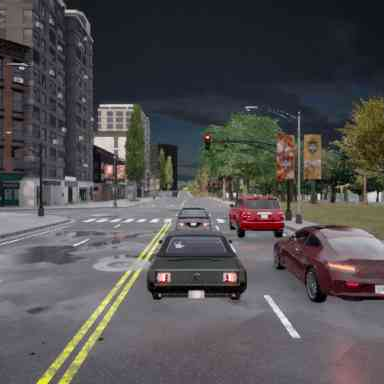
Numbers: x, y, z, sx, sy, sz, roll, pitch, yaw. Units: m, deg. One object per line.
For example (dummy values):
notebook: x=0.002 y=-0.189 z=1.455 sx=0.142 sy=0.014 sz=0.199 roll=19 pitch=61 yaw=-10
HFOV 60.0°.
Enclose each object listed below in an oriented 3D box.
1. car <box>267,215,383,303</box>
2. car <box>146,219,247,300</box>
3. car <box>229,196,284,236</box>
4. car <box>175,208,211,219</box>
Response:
car: x=3.338 y=1.524 z=8.085 sx=1.812 sy=1.442 sz=4.674 roll=0 pitch=0 yaw=0
car: x=0.085 y=1.599 z=8.346 sx=1.895 sy=1.301 sz=4.718 roll=0 pitch=0 yaw=0
car: x=3.317 y=1.217 z=17.898 sx=2.150 sy=2.045 sz=5.566 roll=0 pitch=0 yaw=0
car: x=0.068 y=1.543 z=17.938 sx=2.033 sy=1.411 sz=5.357 roll=0 pitch=0 yaw=0
